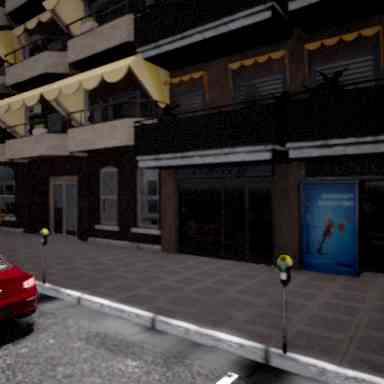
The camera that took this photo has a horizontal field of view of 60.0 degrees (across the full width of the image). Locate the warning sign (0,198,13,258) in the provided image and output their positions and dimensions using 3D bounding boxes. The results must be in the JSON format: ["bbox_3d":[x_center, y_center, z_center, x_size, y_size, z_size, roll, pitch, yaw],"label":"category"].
[{"bbox_3d":[-6.596,1.147,10.532,1.060,1.860,1.300,0,0,36],"label":"warning sign"}]

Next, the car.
[{"bbox_3d":[-4.467,1.602,6.079,4.206,1.307,1.802,0,0,36],"label":"car"}]
